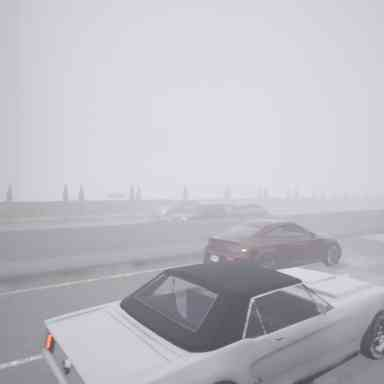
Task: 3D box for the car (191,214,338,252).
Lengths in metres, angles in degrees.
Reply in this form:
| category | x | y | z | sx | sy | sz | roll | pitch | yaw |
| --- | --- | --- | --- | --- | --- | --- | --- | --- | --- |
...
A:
| category | x | y | z | sx | sy | sz | roll | pitch | yaw |
| --- | --- | --- | --- | --- | --- | --- | --- | --- | --- |
| car | 2.451 | 1.526 | 9.795 | 4.674 | 1.442 | 1.812 | 0 | 0 | -36 |

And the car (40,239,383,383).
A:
| category | x | y | z | sx | sy | sz | roll | pitch | yaw |
| --- | --- | --- | --- | --- | --- | --- | --- | --- | --- |
| car | 0.756 | 1.601 | 4.286 | 4.718 | 1.301 | 1.895 | 0 | 0 | -36 |

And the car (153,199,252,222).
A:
| category | x | y | z | sx | sy | sz | roll | pitch | yaw |
| --- | --- | --- | --- | --- | --- | --- | --- | --- | --- |
| car | 0.620 | 1.353 | 17.329 | 4.553 | 1.767 | 2.097 | 0 | 0 | -35 |

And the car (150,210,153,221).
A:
| category | x | y | z | sx | sy | sz | roll | pitch | yaw |
| --- | --- | --- | --- | --- | --- | --- | --- | --- | --- |
| car | -0.871 | 1.353 | 24.861 | 4.553 | 1.767 | 2.097 | 0 | 0 | -35 |

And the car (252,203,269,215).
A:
| category | x | y | z | sx | sy | sz | roll | pitch | yaw |
| --- | --- | --- | --- | --- | --- | --- | --- | --- | --- |
| car | 3.363 | 1.506 | 23.580 | 4.892 | 1.490 | 1.837 | 0 | 0 | -35 |
